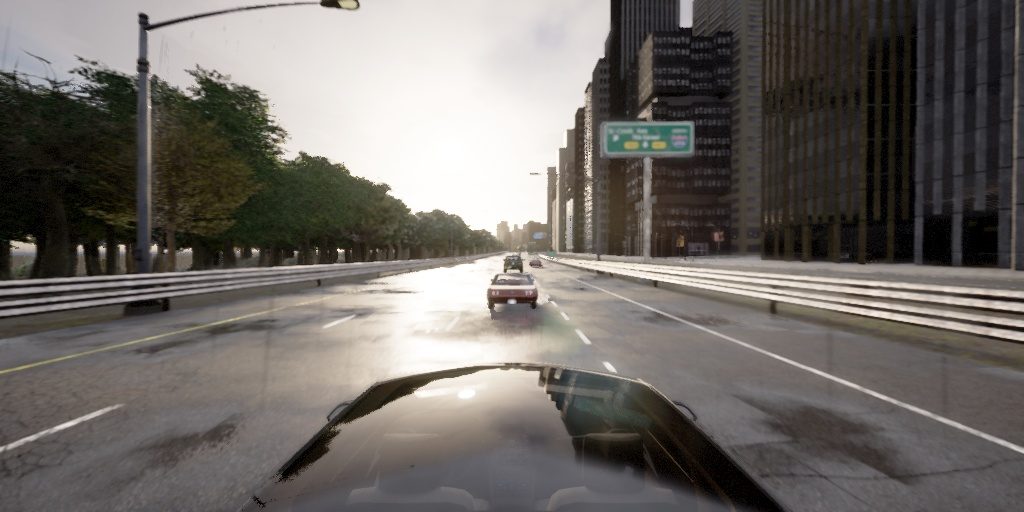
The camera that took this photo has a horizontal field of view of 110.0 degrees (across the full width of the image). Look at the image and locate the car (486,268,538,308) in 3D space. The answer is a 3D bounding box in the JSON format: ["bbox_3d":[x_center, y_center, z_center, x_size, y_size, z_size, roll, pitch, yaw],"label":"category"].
[{"bbox_3d":[0.015,1.347,15.097,1.895,1.301,4.718,0,0,0],"label":"car"}]

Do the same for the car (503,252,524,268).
[{"bbox_3d":[0.156,0.904,41.140,2.150,2.045,5.566,0,0,0],"label":"car"}]

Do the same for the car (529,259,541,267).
[{"bbox_3d":[3.969,1.113,61.559,1.994,1.385,4.181,0,1,1],"label":"car"}]
